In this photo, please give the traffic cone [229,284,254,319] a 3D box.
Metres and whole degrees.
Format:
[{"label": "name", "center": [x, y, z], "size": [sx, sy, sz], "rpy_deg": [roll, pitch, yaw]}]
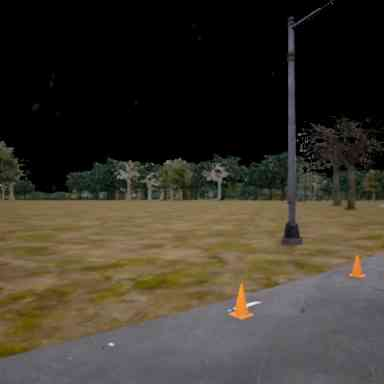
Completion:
[{"label": "traffic cone", "center": [0.947, 2.039, 6.317], "size": [0.340, 0.580, 0.340], "rpy_deg": [1, -1, -38]}]
